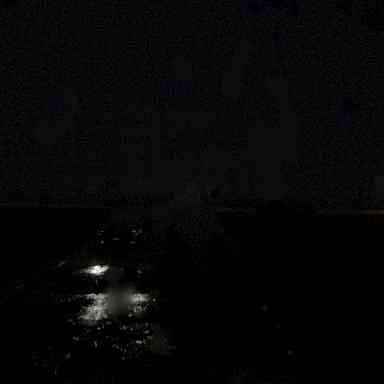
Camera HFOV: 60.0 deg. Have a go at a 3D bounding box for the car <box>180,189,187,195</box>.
[{"bbox_3d":[-2.286,-0.014,91.778,1.882,1.535,5.008,0,1,0],"label":"car"}]

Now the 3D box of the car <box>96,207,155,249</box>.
[{"bbox_3d":[-2.769,1.462,14.722,1.882,1.535,5.008,0,0,0],"label":"car"}]

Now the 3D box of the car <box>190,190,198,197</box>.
[{"bbox_3d":[0.438,0.536,86.744,1.812,1.442,4.674,0,1,0],"label":"car"}]
